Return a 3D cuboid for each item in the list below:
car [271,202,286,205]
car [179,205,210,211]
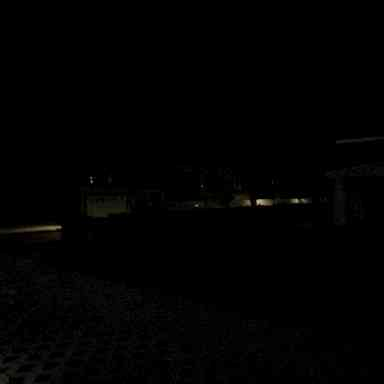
[{"bbox_3d":[12.395,2.083,47.596,1.994,1.385,4.181,-1,-1,36],"label":"car"},{"bbox_3d":[0.201,1.926,30.946,2.033,1.411,5.357,-1,-1,36],"label":"car"}]
